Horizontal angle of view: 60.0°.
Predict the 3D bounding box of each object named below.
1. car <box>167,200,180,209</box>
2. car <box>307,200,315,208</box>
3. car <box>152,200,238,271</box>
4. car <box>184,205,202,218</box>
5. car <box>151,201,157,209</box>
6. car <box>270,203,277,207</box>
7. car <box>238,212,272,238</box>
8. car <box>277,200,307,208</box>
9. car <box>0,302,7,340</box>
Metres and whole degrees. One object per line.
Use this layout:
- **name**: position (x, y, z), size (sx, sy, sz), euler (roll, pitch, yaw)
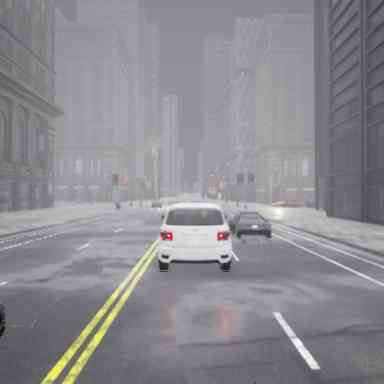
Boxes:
- **car**: position (-3.296, 2.281, 60.835), size (2.128, 1.511, 4.902), euler (0, -1, 0)
- **car**: position (25.788, 2.557, 69.048), size (5.009, 1.841, 2.192), euler (1, -2, 0)
- **car**: position (0.084, 1.388, 11.625), size (2.150, 2.045, 5.566), euler (0, -1, 0)
- **car**: position (0.082, 2.100, 36.839), size (1.895, 1.301, 4.718), euler (0, -1, 0)
- **car**: position (-6.535, 2.352, 62.245), size (2.033, 1.411, 5.357), euler (0, -1, 0)
- **car**: position (20.554, 2.827, 77.584), size (4.829, 1.417, 1.752), euler (1, -2, 0)
- **car**: position (3.337, 1.841, 19.638), size (1.994, 1.385, 4.181), euler (0, -1, 0)
- **car**: position (20.698, 2.718, 69.057), size (4.507, 1.381, 1.887), euler (1, -2, 0)
- **car**: position (-3.352, 1.633, 2.126), size (1.895, 1.301, 4.718), euler (0, -1, 0)
